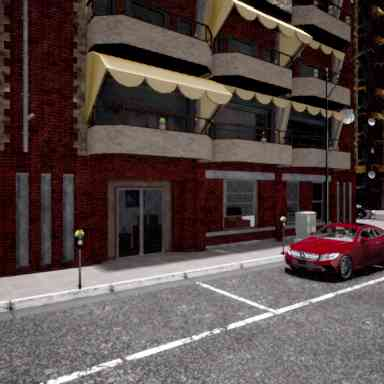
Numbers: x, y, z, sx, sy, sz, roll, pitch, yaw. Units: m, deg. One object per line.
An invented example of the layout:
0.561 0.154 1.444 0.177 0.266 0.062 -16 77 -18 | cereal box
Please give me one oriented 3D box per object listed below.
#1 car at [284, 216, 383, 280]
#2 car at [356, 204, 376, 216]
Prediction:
4.569 1.582 9.867 4.206 1.307 1.802 0 0 -35 | car
15.520 1.806 32.910 2.128 1.511 4.902 0 -1 -36 | car
